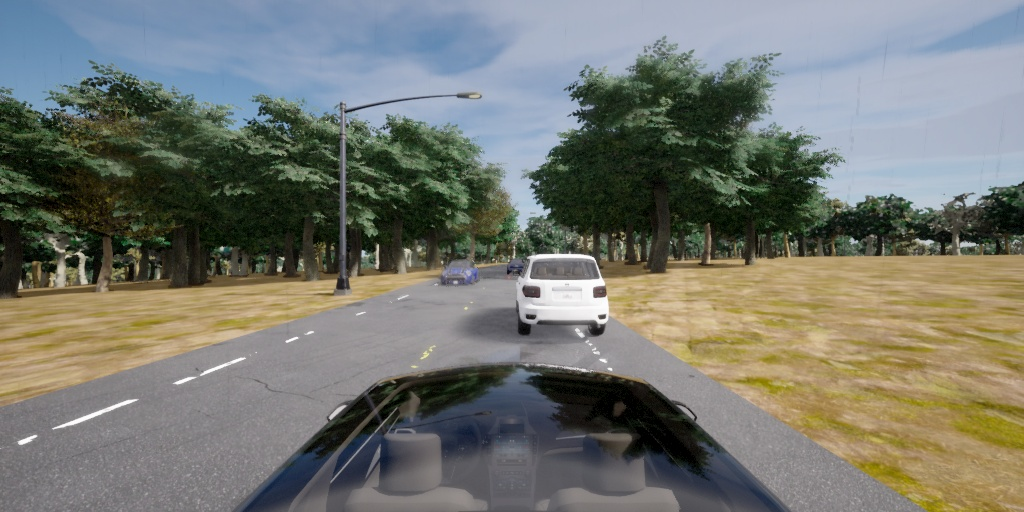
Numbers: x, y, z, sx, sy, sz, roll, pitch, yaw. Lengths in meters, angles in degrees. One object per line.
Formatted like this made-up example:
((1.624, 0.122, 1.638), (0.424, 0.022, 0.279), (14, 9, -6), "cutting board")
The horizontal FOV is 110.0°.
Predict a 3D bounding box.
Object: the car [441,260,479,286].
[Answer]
((-3.534, 1.081, 24.874), (2.097, 1.767, 4.553), (0, 0, 1), "car")

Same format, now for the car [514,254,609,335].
((1.226, 0.972, 10.648), (2.150, 2.045, 5.566), (0, 0, 0), "car")

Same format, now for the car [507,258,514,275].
((0.623, 1.030, 39.159), (2.097, 1.767, 4.553), (0, 0, 4), "car")
